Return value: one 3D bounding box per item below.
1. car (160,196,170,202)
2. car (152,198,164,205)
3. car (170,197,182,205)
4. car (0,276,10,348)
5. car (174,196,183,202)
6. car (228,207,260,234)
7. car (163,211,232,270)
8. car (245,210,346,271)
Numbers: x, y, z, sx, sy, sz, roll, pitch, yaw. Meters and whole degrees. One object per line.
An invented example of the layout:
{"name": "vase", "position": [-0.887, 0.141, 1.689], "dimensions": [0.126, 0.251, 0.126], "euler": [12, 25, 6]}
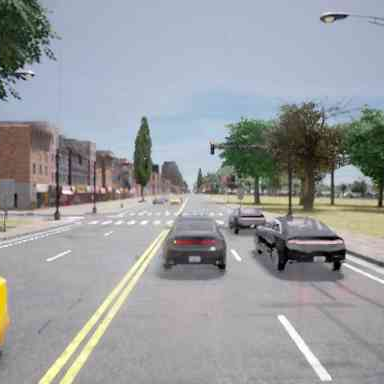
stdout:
{"name": "car", "position": [-6.485, 1.734, 80.733], "dimensions": [2.033, 1.411, 5.357], "euler": [0, 0, 0]}
{"name": "car", "position": [-6.522, 1.838, 64.914], "dimensions": [1.994, 1.385, 4.181], "euler": [0, 0, 1]}
{"name": "car", "position": [-3.271, 1.753, 64.897], "dimensions": [1.882, 1.535, 5.008], "euler": [0, 0, 1]}
{"name": "car", "position": [-3.349, 1.484, 2.346], "dimensions": [1.882, 1.535, 5.008], "euler": [0, 0, 0]}
{"name": "car", "position": [-3.235, 1.748, 80.316], "dimensions": [1.994, 1.385, 4.181], "euler": [0, 0, 0]}
{"name": "car", "position": [3.301, 1.671, 20.320], "dimensions": [2.128, 1.511, 4.902], "euler": [0, -1, 0]}
{"name": "car", "position": [0.083, 1.578, 11.247], "dimensions": [1.837, 1.490, 4.892], "euler": [0, -1, 0]}
{"name": "car", "position": [3.332, 1.563, 11.088], "dimensions": [2.128, 1.511, 4.902], "euler": [0, -1, 0]}
